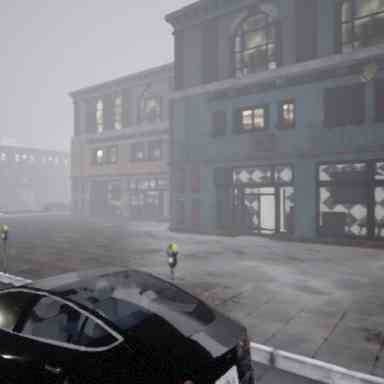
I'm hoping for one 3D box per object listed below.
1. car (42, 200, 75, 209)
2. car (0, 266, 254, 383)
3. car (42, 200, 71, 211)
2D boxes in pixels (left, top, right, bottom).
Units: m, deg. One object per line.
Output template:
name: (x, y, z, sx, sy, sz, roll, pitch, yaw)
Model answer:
car: (-21.396, 1.959, 53.511, 1.752, 1.417, 4.829, -1, -1, 35)
car: (-1.410, 1.585, 3.883, 4.313, 1.339, 1.947, 0, 0, 36)
car: (-17.583, 1.905, 44.279, 1.887, 1.381, 4.507, -1, -1, 35)
